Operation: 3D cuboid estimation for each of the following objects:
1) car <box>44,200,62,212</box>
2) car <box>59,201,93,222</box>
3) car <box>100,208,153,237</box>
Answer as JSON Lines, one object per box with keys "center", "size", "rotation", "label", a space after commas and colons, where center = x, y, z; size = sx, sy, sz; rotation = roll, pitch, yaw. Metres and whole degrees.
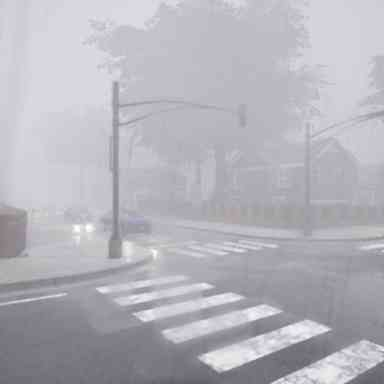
{"center": [-21.369, 2.273, 50.386], "size": [2.033, 1.411, 5.357], "rotation": [0, -1, -27], "label": "car"}
{"center": [-10.677, 1.953, 31.143], "size": [2.128, 1.511, 4.902], "rotation": [0, -1, -31], "label": "car"}
{"center": [-4.169, 1.803, 20.758], "size": [1.882, 1.535, 5.008], "rotation": [0, -1, -34], "label": "car"}
